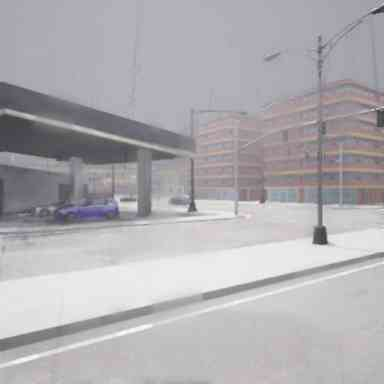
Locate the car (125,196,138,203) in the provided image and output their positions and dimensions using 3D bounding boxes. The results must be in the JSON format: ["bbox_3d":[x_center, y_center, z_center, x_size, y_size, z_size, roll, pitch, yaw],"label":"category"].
[{"bbox_3d":[-12.013,1.425,64.351,1.895,1.301,4.718,0,0,-36],"label":"car"}]

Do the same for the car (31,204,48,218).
[{"bbox_3d":[-11.653,1.404,28.674,3.806,1.475,1.970,0,0,-35],"label":"car"}]

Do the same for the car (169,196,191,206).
[{"bbox_3d":[-1.630,1.333,50.187,1.837,1.490,4.892,0,0,-36],"label":"car"}]

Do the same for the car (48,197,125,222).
[{"bbox_3d":[-7.693,1.242,24.443,4.611,1.667,2.242,0,0,-35],"label":"car"}]
